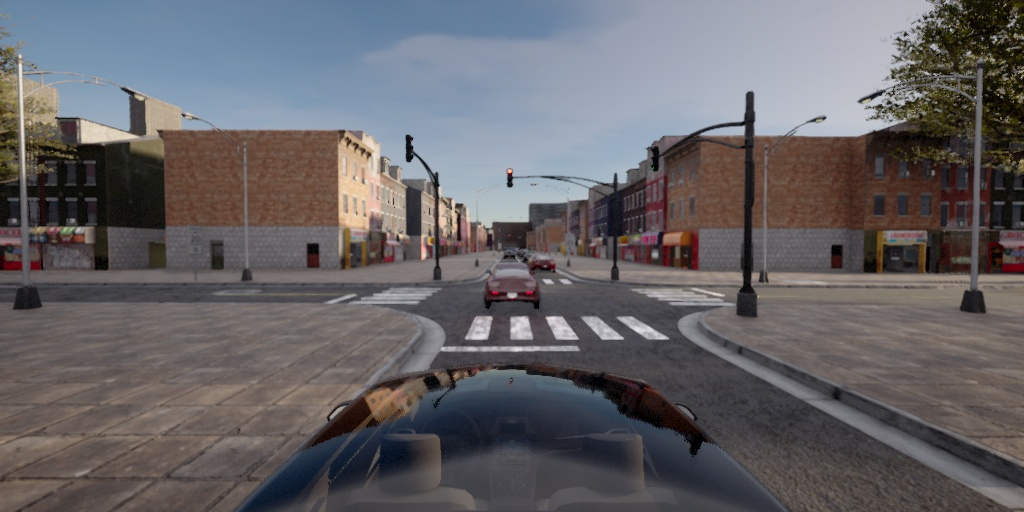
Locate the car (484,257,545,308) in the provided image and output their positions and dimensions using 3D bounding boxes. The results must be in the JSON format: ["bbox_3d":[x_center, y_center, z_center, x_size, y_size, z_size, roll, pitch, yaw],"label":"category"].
[{"bbox_3d":[0.000,0.954,13.167,1.812,1.442,4.674,0,2,0],"label":"car"}]

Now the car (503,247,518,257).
[{"bbox_3d":[-0.390,-0.256,58.797,1.837,1.490,4.892,0,1,0],"label":"car"}]

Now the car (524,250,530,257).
[{"bbox_3d":[2.384,0.385,34.500,1.751,1.417,4.829,0,0,0],"label":"car"}]

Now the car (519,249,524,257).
[{"bbox_3d":[2.297,0.131,45.685,1.948,1.339,4.313,0,0,0],"label":"car"}]

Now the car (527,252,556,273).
[{"bbox_3d":[2.429,0.555,28.653,1.888,1.381,4.507,0,0,0],"label":"car"}]
